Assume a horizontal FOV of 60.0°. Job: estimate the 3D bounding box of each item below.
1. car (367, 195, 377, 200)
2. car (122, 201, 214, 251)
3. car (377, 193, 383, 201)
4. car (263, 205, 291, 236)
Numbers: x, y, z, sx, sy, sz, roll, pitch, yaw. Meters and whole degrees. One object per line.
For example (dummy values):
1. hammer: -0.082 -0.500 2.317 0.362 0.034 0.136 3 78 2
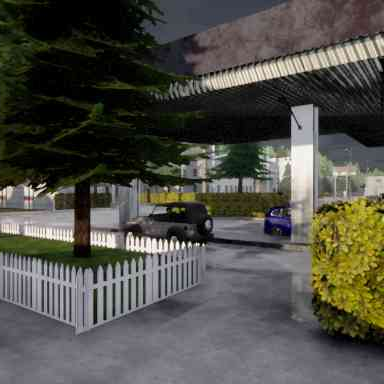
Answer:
1. car: 33.036 1.298 60.262 2.007 1.523 4.514 0 0 35
2. car: -0.981 1.313 13.836 3.866 1.878 1.905 0 0 35
3. car: 25.773 1.077 43.521 1.905 1.878 3.866 0 0 35
4. car: 5.820 1.480 15.985 4.611 1.667 2.242 0 0 35
